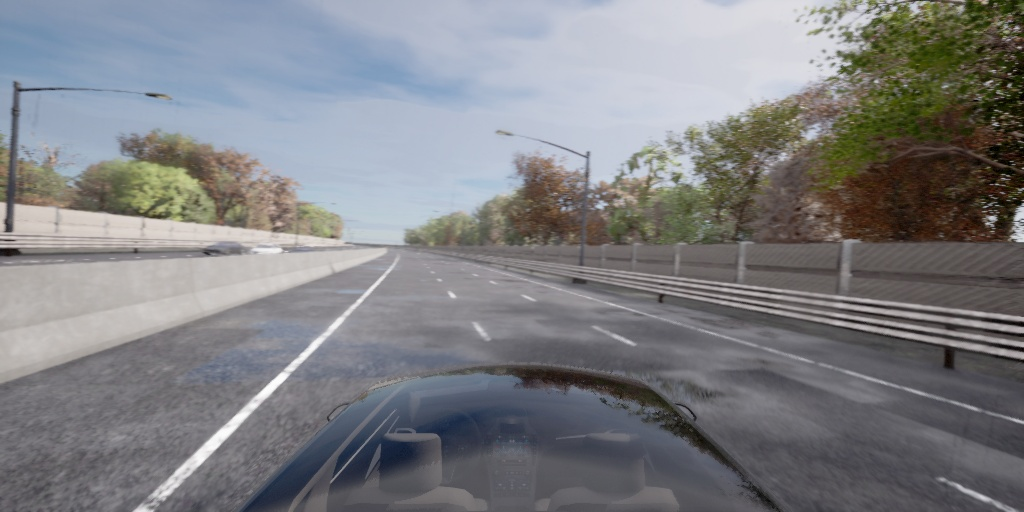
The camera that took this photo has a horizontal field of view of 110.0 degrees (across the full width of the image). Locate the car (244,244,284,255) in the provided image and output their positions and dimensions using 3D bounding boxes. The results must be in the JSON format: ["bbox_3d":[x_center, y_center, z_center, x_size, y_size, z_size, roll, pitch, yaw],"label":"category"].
[{"bbox_3d":[-24.821,-0.523,36.363,1.812,1.442,4.674,3,0,-16],"label":"car"}]

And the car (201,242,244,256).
[{"bbox_3d":[-28.181,-0.707,35.428,2.033,1.411,5.357,3,0,-16],"label":"car"}]

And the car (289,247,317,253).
[{"bbox_3d":[-21.281,-0.263,36.700,1.994,1.385,4.181,3,0,-16],"label":"car"}]
